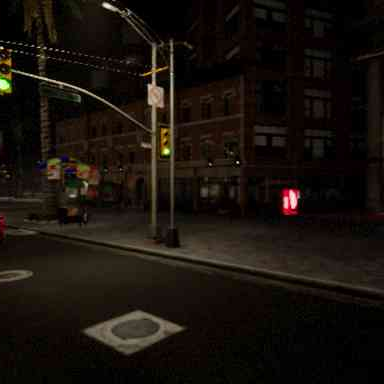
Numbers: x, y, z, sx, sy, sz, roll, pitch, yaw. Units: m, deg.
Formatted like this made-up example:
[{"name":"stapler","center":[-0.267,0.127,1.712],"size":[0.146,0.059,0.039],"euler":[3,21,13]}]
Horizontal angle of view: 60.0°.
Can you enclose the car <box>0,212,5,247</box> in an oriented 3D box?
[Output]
[{"name":"car","center":[-8.975,1.095,12.392],"size":[5.566,2.045,2.150],"euler":[0,1,41]}]
